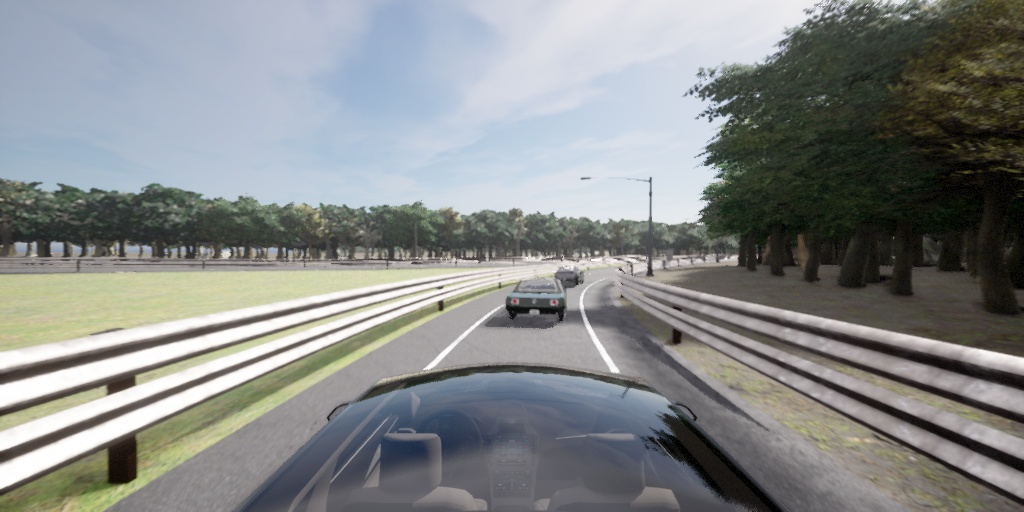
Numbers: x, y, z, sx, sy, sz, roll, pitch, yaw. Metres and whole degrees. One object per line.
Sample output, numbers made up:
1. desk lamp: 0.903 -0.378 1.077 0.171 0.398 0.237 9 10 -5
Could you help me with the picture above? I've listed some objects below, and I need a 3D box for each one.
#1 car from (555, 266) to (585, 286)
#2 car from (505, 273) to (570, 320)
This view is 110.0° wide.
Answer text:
1. car: 4.552 1.516 28.131 2.128 1.511 4.902 0 0 19
2. car: 1.058 1.465 13.220 1.895 1.301 4.718 0 -1 9
